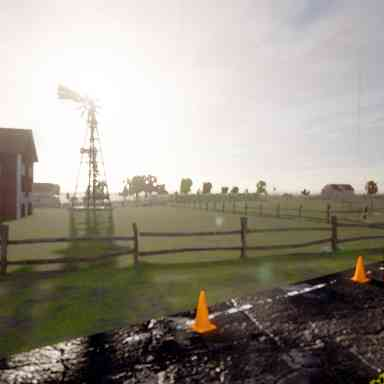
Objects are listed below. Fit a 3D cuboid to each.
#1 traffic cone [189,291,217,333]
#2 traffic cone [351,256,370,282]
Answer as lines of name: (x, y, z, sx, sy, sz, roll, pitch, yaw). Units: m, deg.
traffic cone: (0.178, 1.945, 5.502, 0.340, 0.580, 0.340, 0, 0, -36)
traffic cone: (4.256, 1.928, 8.410, 0.340, 0.580, 0.340, 0, 0, -35)
